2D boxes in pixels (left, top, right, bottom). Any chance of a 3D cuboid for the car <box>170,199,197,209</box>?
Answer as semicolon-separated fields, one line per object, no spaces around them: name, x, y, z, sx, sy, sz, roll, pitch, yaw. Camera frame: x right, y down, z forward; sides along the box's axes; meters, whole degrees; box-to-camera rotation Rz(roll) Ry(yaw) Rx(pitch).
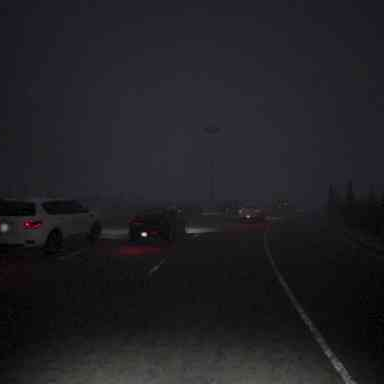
car;-1.116;1.682;47.528;1.994;1.385;4.181;0;0;30

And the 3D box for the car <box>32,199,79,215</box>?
car;-14.402;1.563;35.450;1.837;1.490;4.892;0;-1;21

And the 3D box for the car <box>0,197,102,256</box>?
car;-5.645;1.222;13.443;2.150;2.045;5.566;0;0;9

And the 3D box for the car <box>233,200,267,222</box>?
car;4.817;1.557;26.344;1.812;1.442;4.674;0;0;18

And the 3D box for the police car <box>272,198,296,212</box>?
police car;11.397;1.578;40.870;2.038;1.542;4.974;0;0;29

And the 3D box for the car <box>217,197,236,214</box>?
car;4.393;1.548;34.814;2.128;1.511;4.902;0;0;23

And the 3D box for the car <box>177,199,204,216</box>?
car;-0.332;1.576;32.600;1.812;1.442;4.674;0;0;21

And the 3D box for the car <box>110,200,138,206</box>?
car;-8.330;1.650;41.009;1.994;1.385;4.181;0;0;25

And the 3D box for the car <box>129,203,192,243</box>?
car;-1.532;1.516;16.276;1.837;1.490;4.892;0;0;11
